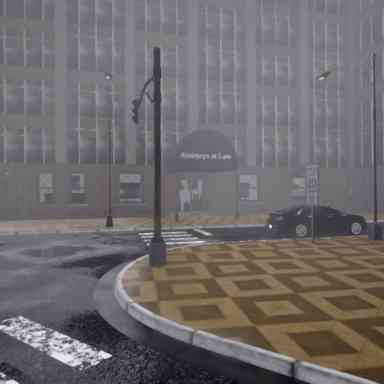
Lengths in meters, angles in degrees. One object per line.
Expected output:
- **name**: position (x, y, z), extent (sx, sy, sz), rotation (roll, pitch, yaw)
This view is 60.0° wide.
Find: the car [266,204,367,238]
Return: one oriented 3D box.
- **car**: position (5.987, 1.321, 15.970), extent (4.892, 1.490, 1.837), rotation (0, 0, -14)
